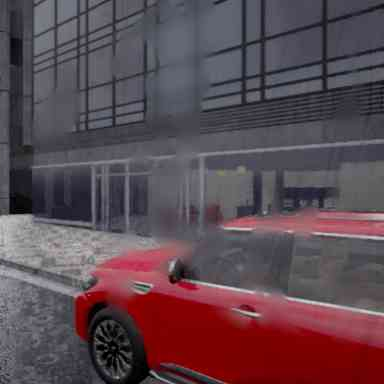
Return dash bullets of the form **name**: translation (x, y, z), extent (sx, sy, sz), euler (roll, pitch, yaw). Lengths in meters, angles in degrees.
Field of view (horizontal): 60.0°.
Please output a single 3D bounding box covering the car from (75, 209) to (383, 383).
- **car**: translation (1.140, 1.211, 3.548), extent (5.566, 2.045, 2.150), euler (1, 1, 36)
